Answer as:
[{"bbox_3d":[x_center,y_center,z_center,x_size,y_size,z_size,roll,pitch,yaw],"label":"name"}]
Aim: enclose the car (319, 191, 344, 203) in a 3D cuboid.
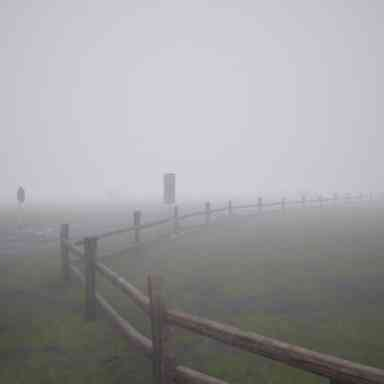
[{"bbox_3d":[19.560,0.673,46.615,5.008,1.535,1.882,-1,1,-43],"label":"car"}]
